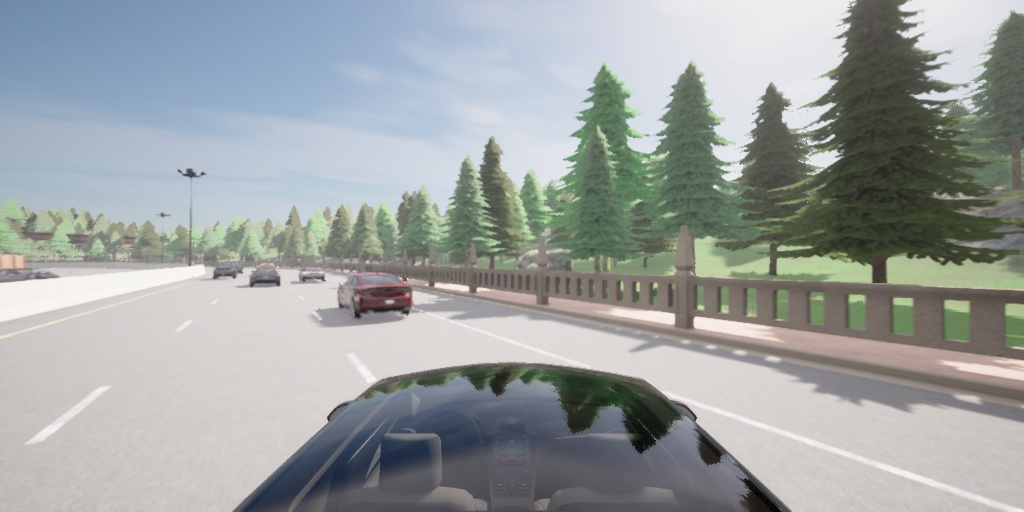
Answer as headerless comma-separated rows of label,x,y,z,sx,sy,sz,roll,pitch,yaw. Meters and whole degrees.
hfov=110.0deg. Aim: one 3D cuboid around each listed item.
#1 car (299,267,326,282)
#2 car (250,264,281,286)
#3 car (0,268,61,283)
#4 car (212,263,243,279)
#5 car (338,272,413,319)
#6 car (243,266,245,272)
car,-18.644,1.704,33.392,1.895,1.301,4.718,1,-1,-34
car,-19.572,1.604,28.516,1.994,1.385,4.181,1,-1,-34
car,-25.893,1.396,18.782,2.128,1.511,4.902,1,-1,-34
car,-29.705,1.619,37.258,2.128,1.511,4.902,1,-1,-34
car,-5.378,1.366,13.764,1.882,1.535,5.008,1,-1,-34
car,-37.866,1.747,49.010,2.128,1.511,4.902,1,-1,-37
